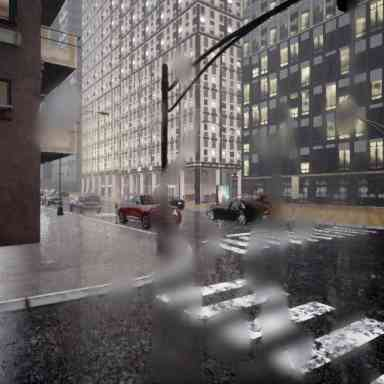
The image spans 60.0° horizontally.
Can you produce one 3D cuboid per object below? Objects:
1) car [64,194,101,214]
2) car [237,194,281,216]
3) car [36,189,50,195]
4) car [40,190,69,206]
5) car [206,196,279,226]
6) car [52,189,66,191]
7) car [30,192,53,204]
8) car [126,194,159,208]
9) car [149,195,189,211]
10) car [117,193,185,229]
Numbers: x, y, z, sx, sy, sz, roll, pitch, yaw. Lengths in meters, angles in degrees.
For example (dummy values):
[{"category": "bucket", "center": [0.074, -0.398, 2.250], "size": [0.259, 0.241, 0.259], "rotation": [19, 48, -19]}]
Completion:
[{"category": "car", "center": [-9.140, 1.067, 28.250], "size": [1.802, 1.307, 4.206], "rotation": [2, 0, -36]}, {"category": "car", "center": [4.131, 1.027, 24.255], "size": [2.192, 1.841, 5.009], "rotation": [1, 0, -36]}, {"category": "car", "center": [-35.016, -0.011, 78.097], "size": [1.887, 1.381, 4.507], "rotation": [1, 0, -36]}, {"category": "car", "center": [-15.661, 0.827, 37.222], "size": [2.008, 1.369, 4.403], "rotation": [2, 0, -36]}, {"category": "car", "center": [2.893, 1.239, 21.479], "size": [1.837, 1.490, 4.892], "rotation": [-1, 2, -36]}, {"category": "car", "center": [-25.231, 0.309, 64.637], "size": [1.887, 1.381, 4.507], "rotation": [1, 0, -36]}, {"category": "car", "center": [-18.923, 0.752, 41.707], "size": [1.802, 1.307, 4.206], "rotation": [2, 0, -36]}, {"category": "car", "center": [-5.661, 0.965, 37.716], "size": [1.947, 1.339, 4.313], "rotation": [1, 0, -36]}, {"category": "car", "center": [-2.398, 1.070, 33.229], "size": [1.947, 1.339, 4.313], "rotation": [1, 0, -36]}, {"category": "car", "center": [-2.610, 1.008, 19.278], "size": [2.192, 1.841, 5.009], "rotation": [2, 0, -36]}]
